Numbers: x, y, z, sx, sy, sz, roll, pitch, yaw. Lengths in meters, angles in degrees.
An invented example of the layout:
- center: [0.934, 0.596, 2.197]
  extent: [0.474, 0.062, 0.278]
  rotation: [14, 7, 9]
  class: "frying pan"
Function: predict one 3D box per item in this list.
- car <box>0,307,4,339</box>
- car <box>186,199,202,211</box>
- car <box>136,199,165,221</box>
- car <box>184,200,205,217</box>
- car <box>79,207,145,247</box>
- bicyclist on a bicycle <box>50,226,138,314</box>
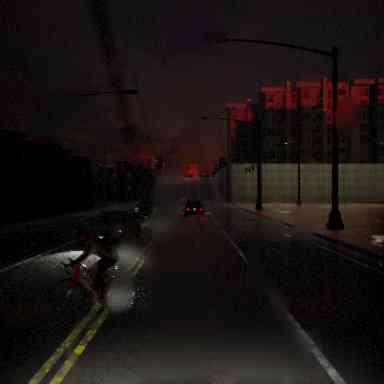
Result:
- center: [-3.583, 1.564, 2.869]
  extent: [1.994, 1.385, 4.181]
  rotation: [0, 0, 0]
  class: "car"
- center: [0.278, 1.601, 41.696]
  extent: [1.895, 1.301, 4.718]
  rotation: [0, 0, 0]
  class: "car"
- center: [-3.452, 1.352, 27.340]
  extent: [2.097, 1.767, 4.553]
  rotation: [0, 0, 1]
  class: "car"
- center: [0.235, 1.547, 31.343]
  extent: [2.033, 1.411, 5.357]
  rotation: [0, 0, 0]
  class: "car"
- center: [-3.506, 1.564, 14.820]
  extent: [1.994, 1.385, 4.181]
  rotation: [0, 0, 0]
  class: "car"
- center: [-1.822, 1.455, 6.121]
  extent: [1.656, 1.620, 0.582]
  rotation: [-2, 0, 0]
  class: "bicyclist on a bicycle"
